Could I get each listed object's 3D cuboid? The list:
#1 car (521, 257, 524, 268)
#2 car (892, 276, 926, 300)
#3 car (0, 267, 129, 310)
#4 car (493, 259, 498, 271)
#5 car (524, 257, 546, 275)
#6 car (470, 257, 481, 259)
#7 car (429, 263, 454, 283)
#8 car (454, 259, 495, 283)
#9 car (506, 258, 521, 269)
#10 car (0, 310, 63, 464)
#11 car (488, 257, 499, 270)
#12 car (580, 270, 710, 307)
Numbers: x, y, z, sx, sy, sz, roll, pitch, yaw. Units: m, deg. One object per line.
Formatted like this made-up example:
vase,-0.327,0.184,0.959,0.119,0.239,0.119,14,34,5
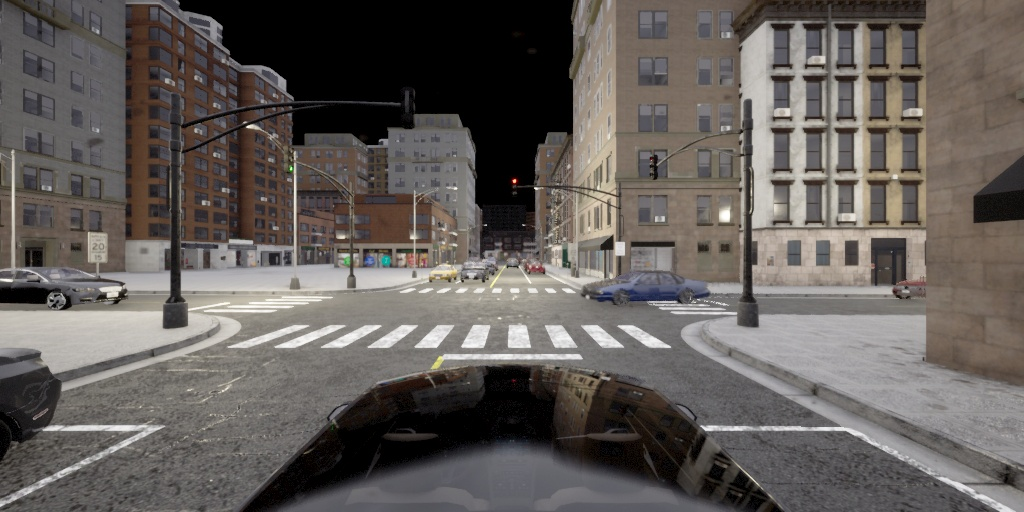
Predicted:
car,2.642,1.066,45.552,2.192,1.841,5.009,0,0,0
car,20.295,1.386,16.355,4.674,1.442,1.812,0,0,0
car,-17.281,1.162,13.387,4.902,1.511,2.128,0,0,2
car,-2.841,1.315,38.120,1.994,1.385,4.181,0,0,0
car,2.641,1.191,39.890,1.967,1.591,4.097,0,0,0
car,-5.383,1.067,51.215,2.192,1.841,5.009,0,0,0
car,-5.385,1.276,28.397,1.751,1.417,4.829,0,0,0
car,-2.833,1.242,28.219,2.128,1.511,4.902,0,0,2
car,0.100,1.317,58.619,1.994,1.385,4.181,0,0,1
car,-5.388,1.300,1.721,2.007,1.370,4.403,0,0,0
car,-2.832,1.278,48.195,1.812,1.442,4.674,0,0,0
car,5.719,1.329,15.398,5.357,1.411,2.033,0,0,-13
